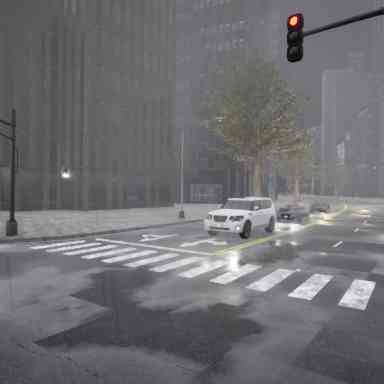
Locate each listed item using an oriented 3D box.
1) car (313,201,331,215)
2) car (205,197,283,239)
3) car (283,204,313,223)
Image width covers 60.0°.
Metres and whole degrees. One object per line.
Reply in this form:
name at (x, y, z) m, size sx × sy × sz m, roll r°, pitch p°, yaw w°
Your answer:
car at (14.800, 1.781, 38.315) m, size 2.033 × 1.411 × 5.357 m, roll 1°, pitch 0°, yaw 29°
car at (2.889, 1.311, 18.534) m, size 2.150 × 2.045 × 5.566 m, roll 1°, pitch 0°, yaw 35°
car at (8.155, 1.717, 26.989) m, size 1.994 × 1.385 × 4.181 m, roll 1°, pitch 0°, yaw 31°
